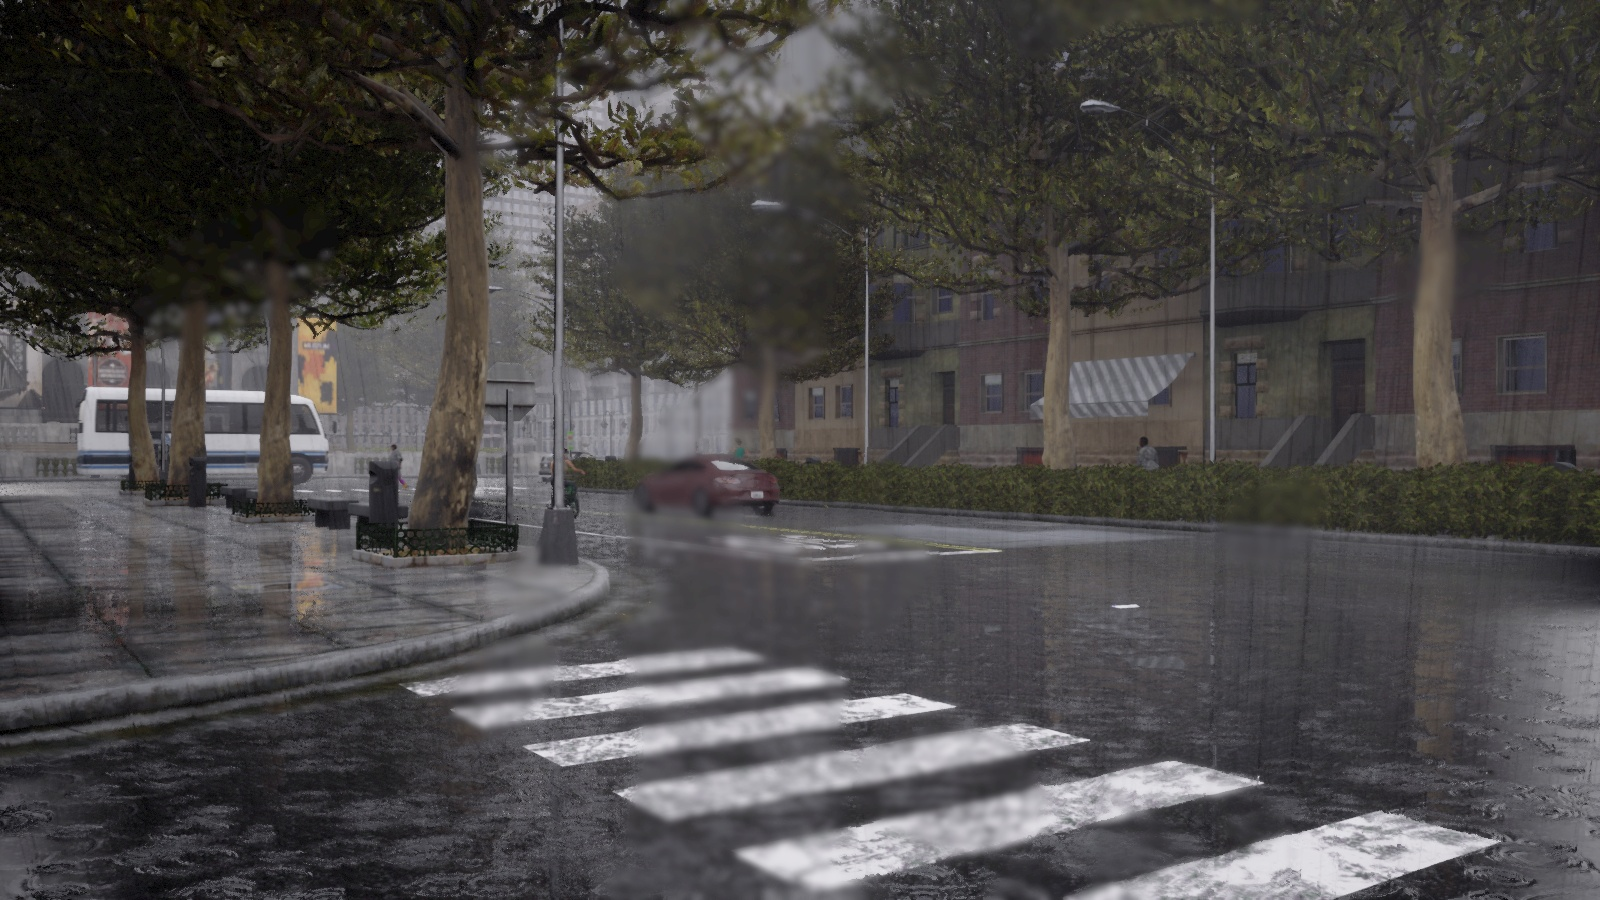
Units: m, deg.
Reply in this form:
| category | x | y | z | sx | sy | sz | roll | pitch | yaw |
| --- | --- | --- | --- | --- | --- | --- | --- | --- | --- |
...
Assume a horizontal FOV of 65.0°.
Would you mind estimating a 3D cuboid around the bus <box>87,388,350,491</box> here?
| category | x | y | z | sx | sy | sz | roll | pitch | yaw |
| --- | --- | --- | --- | --- | --- | --- | --- | --- | --- |
| bus | -26.024 | -0.438 | 56.484 | 10.273 | 4.253 | 3.944 | 0 | 0 | -34 |

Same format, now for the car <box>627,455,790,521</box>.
| category | x | y | z | sx | sy | sz | roll | pitch | yaw |
| --- | --- | --- | --- | --- | --- | --- | --- | --- | --- |
| car | -2.278 | 0.849 | 30.134 | 1.812 | 1.442 | 4.674 | 0 | 0 | -34 |

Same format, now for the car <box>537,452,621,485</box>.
| category | x | y | z | sx | sy | sz | roll | pitch | yaw |
| --- | --- | --- | --- | --- | --- | --- | --- | --- | --- |
| car | -10.940 | 0.899 | 62.257 | 3.705 | 1.549 | 1.789 | 0 | 0 | -38 |

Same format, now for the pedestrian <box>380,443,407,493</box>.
| category | x | y | z | sx | sy | sz | roll | pitch | yaw |
| --- | --- | --- | --- | --- | --- | --- | --- | --- | --- |
| pedestrian | -16.011 | 0.706 | 49.474 | 0.873 | 1.952 | 0.659 | 0 | 0 | -31 |

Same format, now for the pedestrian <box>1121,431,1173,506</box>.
| category | x | y | z | sx | sy | sz | roll | pitch | yaw |
| --- | --- | --- | --- | --- | --- | --- | --- | --- | --- |
| pedestrian | 8.708 | 0.460 | 31.553 | 0.874 | 1.855 | 0.900 | 0 | 0 | -34 |

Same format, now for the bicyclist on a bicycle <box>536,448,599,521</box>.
| category | x | y | z | sx | sy | sz | roll | pitch | yaw |
| --- | --- | --- | --- | --- | --- | --- | --- | --- | --- |
| bicyclist on a bicycle | -5.261 | 0.761 | 28.312 | 0.866 | 1.612 | 1.509 | 0 | 0 | -34 |

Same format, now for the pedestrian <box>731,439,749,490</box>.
| category | x | y | z | sx | sy | sz | roll | pitch | yaw |
| --- | --- | --- | --- | --- | --- | --- | --- | --- | --- |
| pedestrian | -2.140 | 0.516 | 44.883 | 0.345 | 1.836 | 0.594 | 0 | 0 | -39 |
